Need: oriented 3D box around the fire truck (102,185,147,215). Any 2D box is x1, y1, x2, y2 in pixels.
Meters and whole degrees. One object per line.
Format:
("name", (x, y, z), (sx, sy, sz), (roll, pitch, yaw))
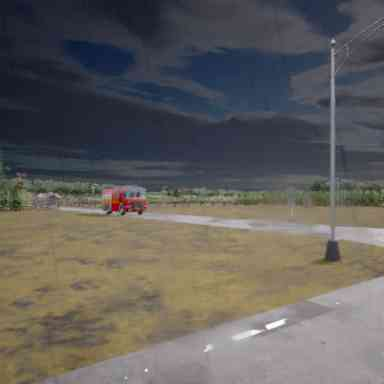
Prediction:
("fire truck", (-9.229, 1.089, 44.765), (2.891, 3.827, 8.468), (0, -1, -35))
